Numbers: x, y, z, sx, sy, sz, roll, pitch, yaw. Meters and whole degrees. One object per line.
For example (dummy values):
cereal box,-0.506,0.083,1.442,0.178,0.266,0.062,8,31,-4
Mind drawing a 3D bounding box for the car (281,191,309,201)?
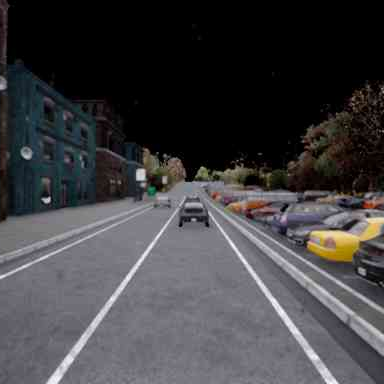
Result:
car,19.490,0.773,63.030,4.553,1.767,2.185,0,1,0

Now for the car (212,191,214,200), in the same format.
car,6.336,0.996,54.573,5.008,1.535,2.097,0,1,0

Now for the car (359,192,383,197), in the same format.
car,19.293,1.107,32.274,4.553,1.767,2.185,0,1,0

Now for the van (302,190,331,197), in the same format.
van,19.293,0.801,51.767,4.442,1.987,1.878,0,1,0

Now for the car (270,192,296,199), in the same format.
car,19.501,0.744,71.401,5.008,1.535,2.097,0,1,0

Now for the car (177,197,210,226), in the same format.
car,0.118,1.323,21.725,1.837,1.490,4.892,0,1,0

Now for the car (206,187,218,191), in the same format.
car,6.444,0.198,85.208,4.553,1.767,2.185,0,2,0

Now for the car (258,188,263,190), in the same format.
car,19.537,0.425,82.421,4.892,1.521,2.231,0,2,0

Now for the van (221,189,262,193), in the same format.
van,6.410,0.891,43.437,4.442,1.987,1.878,0,1,0

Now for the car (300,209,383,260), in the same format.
car,6.332,1.437,10.040,5.366,1.575,1.946,0,0,0

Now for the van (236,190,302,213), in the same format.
van,6.103,1.061,26.802,4.442,1.987,1.878,0,1,0

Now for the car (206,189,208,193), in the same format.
car,6.480,0.548,79.641,4.792,1.488,2.163,0,2,0

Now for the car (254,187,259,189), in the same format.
car,19.563,0.205,88.124,5.008,1.535,2.097,0,2,0

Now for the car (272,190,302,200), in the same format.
car,19.511,0.552,68.607,5.566,2.045,2.435,0,1,0

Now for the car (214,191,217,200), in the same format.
car,6.515,1.024,51.789,5.366,1.575,1.946,0,1,0

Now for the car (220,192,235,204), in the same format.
car,6.286,1.146,40.657,5.008,1.535,2.097,0,1,0

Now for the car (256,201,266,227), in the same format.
car,6.186,1.406,18.391,4.674,1.452,2.002,0,1,0

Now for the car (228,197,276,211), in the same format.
car,6.259,1.245,35.090,4.674,1.452,2.002,0,1,0

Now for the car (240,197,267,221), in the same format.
car,6.178,1.343,23.957,4.792,1.488,2.163,0,1,0

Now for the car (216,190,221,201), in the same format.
car,6.286,0.930,49.130,4.553,1.767,2.185,0,1,0

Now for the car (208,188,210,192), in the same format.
car,6.458,0.554,74.071,4.553,1.767,2.185,0,1,0

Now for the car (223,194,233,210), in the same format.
car,6.059,1.229,32.308,5.366,1.575,1.946,0,1,0

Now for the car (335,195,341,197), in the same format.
car,19.377,1.205,37.847,4.792,1.488,2.163,0,1,0

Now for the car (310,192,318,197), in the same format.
car,19.387,1.128,46.200,4.674,1.452,2.002,0,1,0

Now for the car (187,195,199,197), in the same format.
car,0.113,1.112,41.250,2.128,1.511,4.902,0,1,0

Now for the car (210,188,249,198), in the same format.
car,6.382,0.715,57.353,5.566,2.045,2.435,0,1,0

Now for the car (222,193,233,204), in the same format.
car,6.263,1.175,37.874,5.008,1.535,2.097,0,1,0

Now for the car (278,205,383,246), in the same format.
car,6.165,1.417,12.824,4.892,1.521,2.231,0,1,0

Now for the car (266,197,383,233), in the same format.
car,6.140,1.266,15.607,4.553,1.767,2.185,0,0,0

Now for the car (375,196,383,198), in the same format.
car,19.315,1.300,29.491,4.674,1.452,2.002,0,1,0

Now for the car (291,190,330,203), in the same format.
car,19.393,0.745,54.551,5.566,2.045,2.435,0,1,0

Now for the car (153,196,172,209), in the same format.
car,-3.328,1.176,38.433,1.812,1.442,4.674,0,1,0

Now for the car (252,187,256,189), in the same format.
car,19.551,0.115,90.914,4.792,1.488,2.163,0,3,0

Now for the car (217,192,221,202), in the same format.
car,6.311,1.089,46.224,4.892,1.521,2.231,0,1,0

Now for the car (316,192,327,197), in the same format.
car,19.378,1.117,43.414,5.008,1.535,2.097,0,1,0

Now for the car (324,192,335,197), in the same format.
car,19.367,1.148,40.629,4.892,1.521,2.231,0,1,0

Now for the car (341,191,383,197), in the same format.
car,19.308,0.954,35.057,5.566,2.045,2.435,0,1,0

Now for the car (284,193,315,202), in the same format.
car,19.441,0.934,60.246,5.008,1.535,2.097,0,1,0

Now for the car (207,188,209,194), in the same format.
car,6.470,0.479,76.850,4.553,1.767,2.185,0,2,0

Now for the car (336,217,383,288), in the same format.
car,6.128,1.466,7.258,4.892,1.521,2.231,0,1,0

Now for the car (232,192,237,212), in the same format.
car,6.201,1.134,29.523,4.553,1.767,2.185,0,1,0
